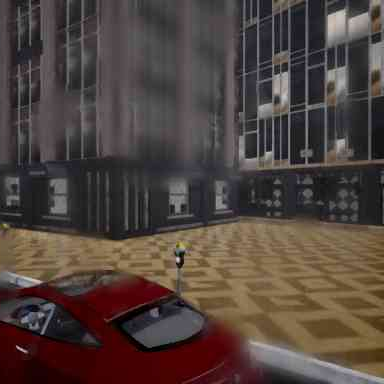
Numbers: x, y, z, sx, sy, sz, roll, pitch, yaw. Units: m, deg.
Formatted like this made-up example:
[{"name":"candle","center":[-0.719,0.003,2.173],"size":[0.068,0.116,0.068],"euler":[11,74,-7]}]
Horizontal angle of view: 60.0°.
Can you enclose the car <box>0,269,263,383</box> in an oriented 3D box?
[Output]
[{"name":"car","center":[-1.290,1.581,3.793],"size":[4.206,1.307,1.802],"euler":[0,0,35]}]
